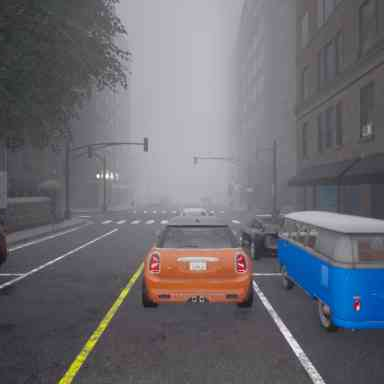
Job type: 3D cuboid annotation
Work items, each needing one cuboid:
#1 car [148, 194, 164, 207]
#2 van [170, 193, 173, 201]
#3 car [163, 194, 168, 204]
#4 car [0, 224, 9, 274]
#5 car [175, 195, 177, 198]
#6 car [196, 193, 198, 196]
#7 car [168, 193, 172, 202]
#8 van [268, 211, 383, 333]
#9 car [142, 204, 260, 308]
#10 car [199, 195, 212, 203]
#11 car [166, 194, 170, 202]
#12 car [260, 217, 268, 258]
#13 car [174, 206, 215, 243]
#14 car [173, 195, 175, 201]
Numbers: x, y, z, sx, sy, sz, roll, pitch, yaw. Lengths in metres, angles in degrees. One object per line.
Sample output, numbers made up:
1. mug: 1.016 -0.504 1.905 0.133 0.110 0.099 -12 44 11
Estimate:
1. car: -5.656 1.498 50.023 1.752 1.417 4.829 0 0 0
2. van: -5.651 1.312 71.996 1.690 1.788 3.998 0 0 0
3. car: -5.655 1.522 55.643 2.008 1.369 4.403 0 0 0
4. car: -5.667 1.314 6.504 2.192 1.841 5.009 0 0 0
5. car: -5.649 1.290 82.897 2.192 1.841 5.009 0 0 0
6. car: 2.880 1.507 93.991 1.752 1.417 4.829 0 0 0
7. car: -5.652 1.515 66.545 1.887 1.381 4.507 0 0 0
8. van: 2.858 1.340 6.542 1.690 1.788 3.998 0 0 0
9. car: 0.104 1.351 8.096 2.097 1.767 4.553 0 0 0
10. car: 2.872 1.410 66.579 1.967 1.590 4.097 0 0 0
11. car: -5.653 1.515 61.094 1.887 1.381 4.507 0 0 0
12. car: 2.860 1.563 12.202 1.947 1.339 4.313 0 0 0
13. car: 0.106 1.521 17.097 1.812 1.442 4.674 0 0 0
14. car: -5.649 1.523 77.446 2.008 1.369 4.403 0 0 0
